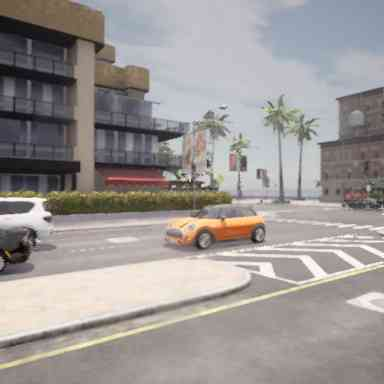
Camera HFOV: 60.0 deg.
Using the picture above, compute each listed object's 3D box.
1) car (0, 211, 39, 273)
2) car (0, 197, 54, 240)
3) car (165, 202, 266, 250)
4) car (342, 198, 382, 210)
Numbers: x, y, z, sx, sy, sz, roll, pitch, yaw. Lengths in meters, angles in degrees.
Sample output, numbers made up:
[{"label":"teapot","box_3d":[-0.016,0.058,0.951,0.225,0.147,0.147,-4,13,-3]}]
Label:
[{"label":"car","box_3d":[-6.991,1.477,8.749,5.008,1.535,1.882,0,0,-35]},{"label":"car","box_3d":[-8.079,1.223,12.251,5.566,2.045,2.150,0,0,-35]},{"label":"car","box_3d":[1.066,1.359,14.494,4.553,1.767,2.097,0,0,-35]},{"label":"car","box_3d":[21.703,1.539,42.686,1.837,1.490,4.892,1,0,-32]}]
